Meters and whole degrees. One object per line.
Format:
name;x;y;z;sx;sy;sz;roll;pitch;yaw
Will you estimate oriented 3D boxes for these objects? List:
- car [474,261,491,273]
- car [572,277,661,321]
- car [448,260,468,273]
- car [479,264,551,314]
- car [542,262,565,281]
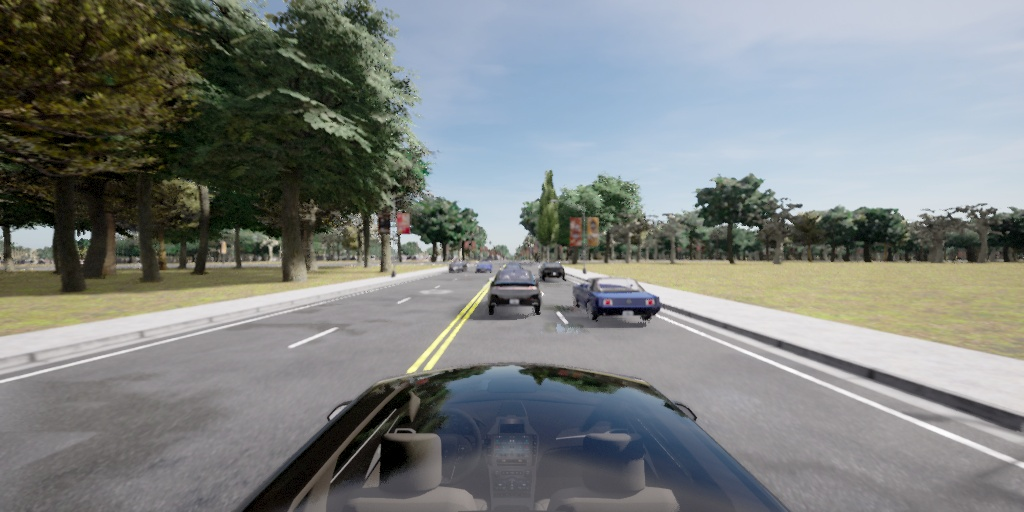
car;-3.321;1.319;43.587;1.812;1.442;4.674;0;0;0
car;3.338;1.359;12.487;1.895;1.301;4.718;0;0;0
car;-6.570;1.287;43.971;2.128;1.511;4.902;0;0;0
car;0.092;1.251;13.875;2.128;1.511;4.902;0;0;0
car;3.353;1.254;30.671;1.882;1.535;5.008;0;0;0
